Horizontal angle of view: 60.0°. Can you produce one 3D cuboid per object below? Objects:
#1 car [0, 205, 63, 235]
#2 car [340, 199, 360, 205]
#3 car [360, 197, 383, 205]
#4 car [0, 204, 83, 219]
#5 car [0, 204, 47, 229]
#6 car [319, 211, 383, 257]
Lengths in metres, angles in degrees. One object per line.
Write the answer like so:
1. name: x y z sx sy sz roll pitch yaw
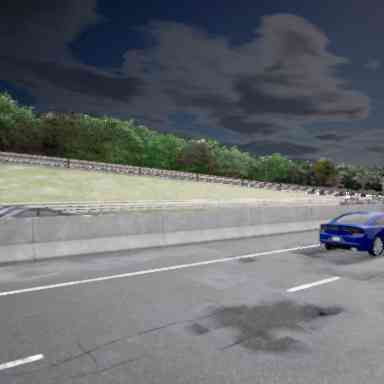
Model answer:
1. car: -9.847 1.531 18.473 4.674 1.442 1.812 0 0 -36
2. car: 22.727 1.624 46.922 4.181 1.385 1.994 0 0 -37
3. car: 24.841 1.412 44.138 4.553 1.767 2.097 0 0 -37
4. car: -7.706 1.483 15.702 5.008 1.535 1.882 0 0 -36
5. car: -11.966 1.530 21.261 4.674 1.442 1.812 0 0 -36
6. car: 7.072 1.503 13.163 5.008 1.535 1.882 0 0 -36
